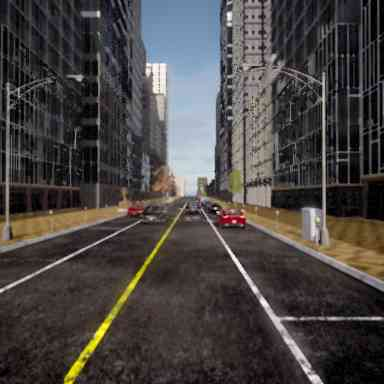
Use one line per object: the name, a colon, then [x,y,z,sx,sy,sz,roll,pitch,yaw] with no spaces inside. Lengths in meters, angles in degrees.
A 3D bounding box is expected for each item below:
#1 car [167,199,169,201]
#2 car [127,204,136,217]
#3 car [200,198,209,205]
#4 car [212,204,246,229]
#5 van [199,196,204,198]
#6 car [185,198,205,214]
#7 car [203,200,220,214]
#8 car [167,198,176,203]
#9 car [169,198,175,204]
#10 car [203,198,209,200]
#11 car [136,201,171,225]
car: [-5.649,2.089,57.700,1.947,1.339,4.313,0,0,0]
car: [-5.665,1.873,34.930,1.887,1.381,4.507,0,-1,0]
car: [2.744,2.102,74.763,1.967,1.590,4.097,0,0,0]
car: [2.708,1.771,23.534,1.887,1.381,4.507,0,-1,0]
van: [2.740,1.958,69.073,1.690,1.788,3.998,0,0,0]
car: [0.131,1.876,41.549,2.128,1.511,4.902,0,-1,0]
car: [2.720,1.943,40.610,1.947,1.339,4.313,0,0,0]
car: [-5.625,2.345,91.856,2.008,1.369,4.403,0,0,0]
car: [-5.629,2.275,85.993,1.752,1.417,4.829,0,0,0]
car: [2.728,2.041,51.994,1.947,1.339,4.313,0,0,0]
car: [-2.982,1.760,26.655,1.837,1.490,4.892,0,-1,0]
